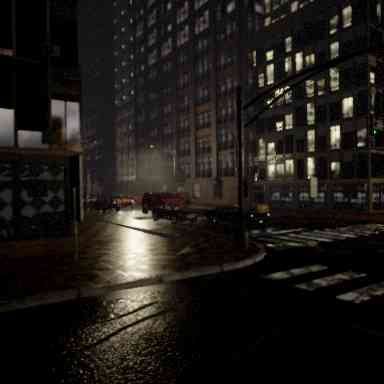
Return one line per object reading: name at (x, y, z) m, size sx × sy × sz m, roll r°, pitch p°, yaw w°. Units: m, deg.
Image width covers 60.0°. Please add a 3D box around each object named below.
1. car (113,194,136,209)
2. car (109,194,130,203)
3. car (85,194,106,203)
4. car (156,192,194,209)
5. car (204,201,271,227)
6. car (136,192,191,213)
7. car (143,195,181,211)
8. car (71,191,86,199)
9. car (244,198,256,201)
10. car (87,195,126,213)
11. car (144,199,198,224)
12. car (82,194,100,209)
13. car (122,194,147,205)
car at (-8.275, 1.054, 38.138) m, size 2.097 × 1.767 × 4.553 m, roll -1°, pitch 1°, yaw -35°
car at (-11.705, 1.051, 53.277) m, size 1.802 × 1.307 × 4.206 m, roll -1°, pitch 1°, yaw -35°
car at (-15.890, 1.049, 54.730) m, size 1.994 × 1.385 × 4.181 m, roll -1°, pitch 1°, yaw -35°
car at (-2.078, 0.935, 39.356) m, size 2.192 × 1.841 × 5.009 m, roll -1°, pitch 1°, yaw -35°
car at (2.921, 1.474, 21.972) m, size 1.895 × 1.301 × 4.718 m, roll -1°, pitch 1°, yaw -35°
car at (-2.670, 1.010, 30.019) m, size 2.150 × 2.045 × 5.566 m, roll -1°, pitch 1°, yaw -34°
car at (-3.371, 1.157, 36.663) m, size 1.882 × 1.535 × 5.008 m, roll -1°, pitch 1°, yaw -35°
car at (-24.544, 0.704, 71.833) m, size 1.967 × 1.590 × 4.097 m, roll -1°, pitch 1°, yaw -35°
car at (4.689, 1.250, 29.511) m, size 1.752 × 1.417 × 4.829 m, roll -1°, pitch 1°, yaw -35°
car at (-8.944, 1.336, 34.559) m, size 1.947 × 1.339 × 4.313 m, roll -1°, pitch 1°, yaw -35°
car at (-1.296, 1.438, 23.551) m, size 2.008 × 1.369 × 4.403 m, roll -1°, pitch 1°, yaw -35°
car at (-12.155, 1.271, 39.199) m, size 2.008 × 1.369 × 4.403 m, roll -1°, pitch 1°, yaw -35°
car at (-8.496, 1.064, 48.638) m, size 1.887 × 1.381 × 4.507 m, roll -1°, pitch 1°, yaw -35°
